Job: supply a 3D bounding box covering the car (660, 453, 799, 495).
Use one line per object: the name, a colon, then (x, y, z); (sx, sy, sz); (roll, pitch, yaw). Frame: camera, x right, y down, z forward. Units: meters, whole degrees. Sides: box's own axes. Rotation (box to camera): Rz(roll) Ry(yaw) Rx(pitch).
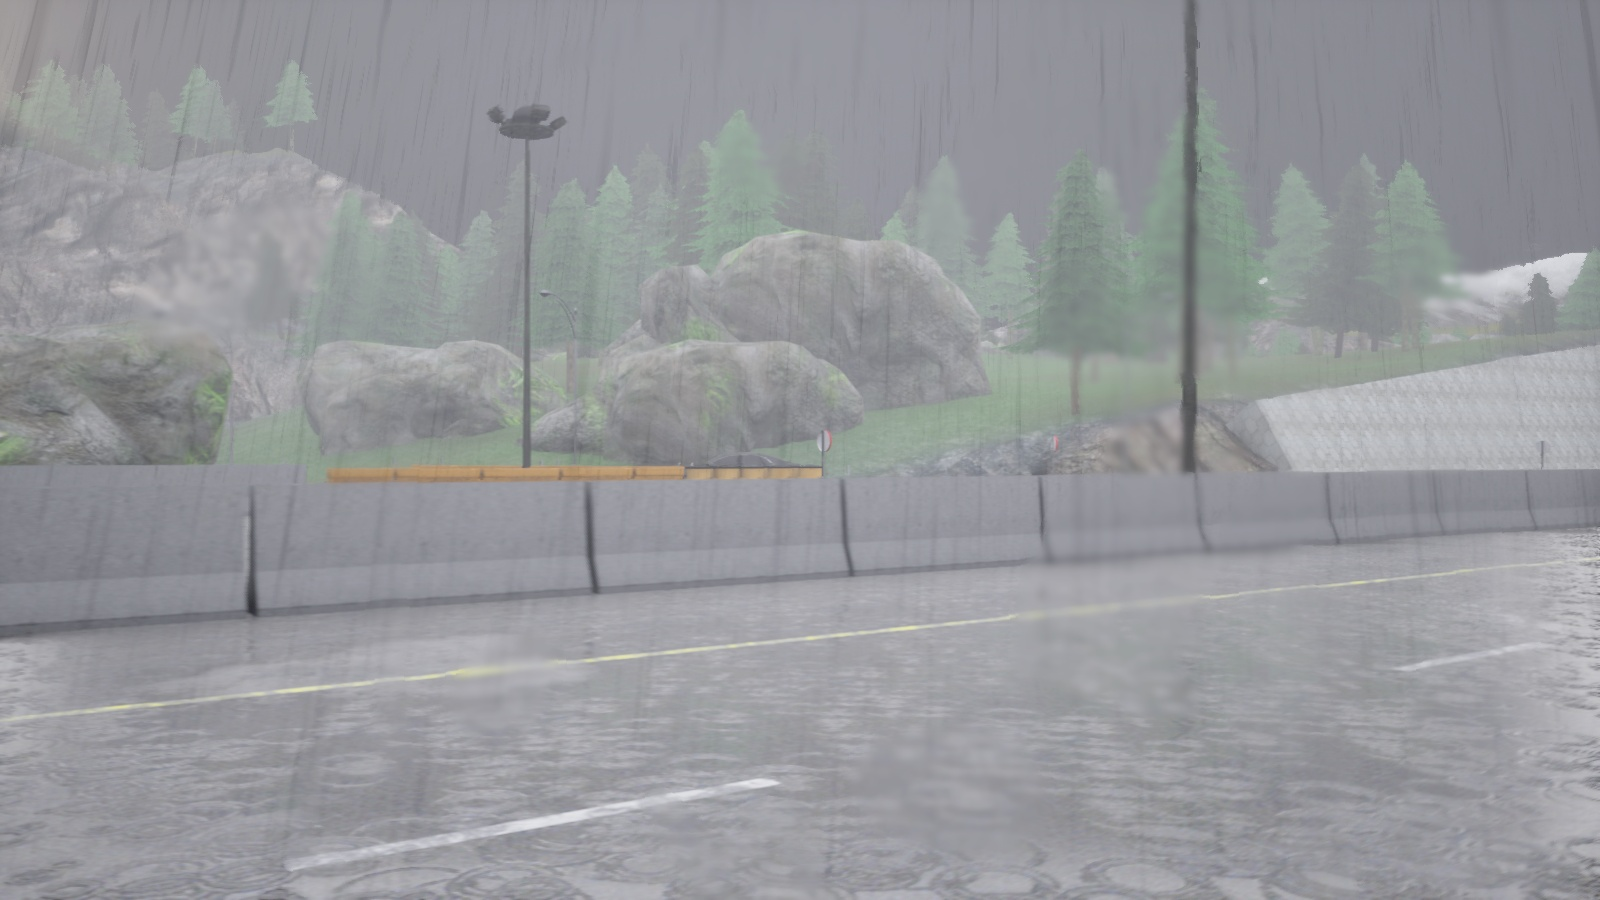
car: (-2.513, 0.867, 45.636); (4.892, 1.490, 1.837); (0, 0, 2)
